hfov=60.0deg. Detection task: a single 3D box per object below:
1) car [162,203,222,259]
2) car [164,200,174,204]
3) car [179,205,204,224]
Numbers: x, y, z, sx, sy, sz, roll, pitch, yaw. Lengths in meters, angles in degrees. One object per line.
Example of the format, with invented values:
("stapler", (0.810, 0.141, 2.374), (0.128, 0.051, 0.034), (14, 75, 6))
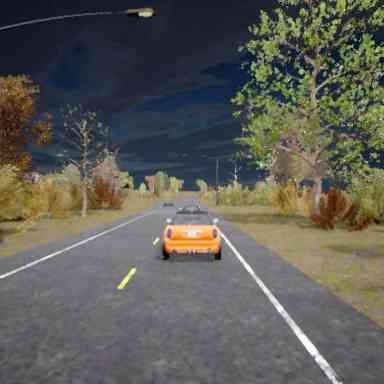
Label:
("car", (0.012, 1.493, 13.422), (2.097, 1.767, 4.553), (0, -1, 0))
("car", (-4.589, 2.219, 65.905), (1.994, 1.385, 4.181), (0, -1, -5))
("car", (-0.043, 1.864, 28.469), (1.994, 1.385, 4.181), (0, -1, 0))
